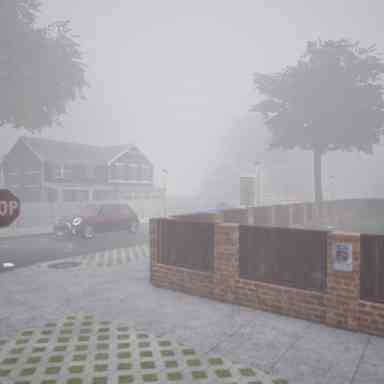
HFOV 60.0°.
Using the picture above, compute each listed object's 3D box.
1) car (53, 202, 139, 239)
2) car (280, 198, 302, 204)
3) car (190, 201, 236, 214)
[{"bbox_3d":[-4.947,1.378,17.565,2.097,1.767,4.553,0,0,35],"label":"car"},{"bbox_3d":[12.697,1.568,42.409,1.882,1.535,5.008,0,0,36],"label":"car"},{"bbox_3d":[1.804,1.527,27.105,1.882,1.535,5.008,0,0,35],"label":"car"}]
